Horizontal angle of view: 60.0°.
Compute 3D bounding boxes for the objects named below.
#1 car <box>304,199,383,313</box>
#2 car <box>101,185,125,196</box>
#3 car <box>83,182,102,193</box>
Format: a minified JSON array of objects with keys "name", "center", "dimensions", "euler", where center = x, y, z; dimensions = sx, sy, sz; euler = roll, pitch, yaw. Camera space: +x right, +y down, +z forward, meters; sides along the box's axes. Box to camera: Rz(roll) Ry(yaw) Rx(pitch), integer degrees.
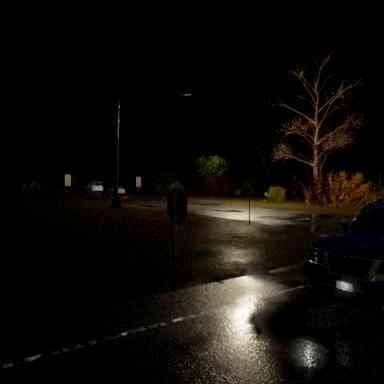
[{"name":"car","center":[4.864,1.175,7.312],"dimensions":[5.566,2.045,2.150],"euler":[-2,2,-35]},{"name":"car","center":[-11.938,-0.192,51.665],"dimensions":[1.812,1.442,4.674],"euler":[0,2,-36]},{"name":"car","center":[-17.787,-0.819,59.806],"dimensions":[2.150,2.045,5.566],"euler":[0,2,-36]}]
